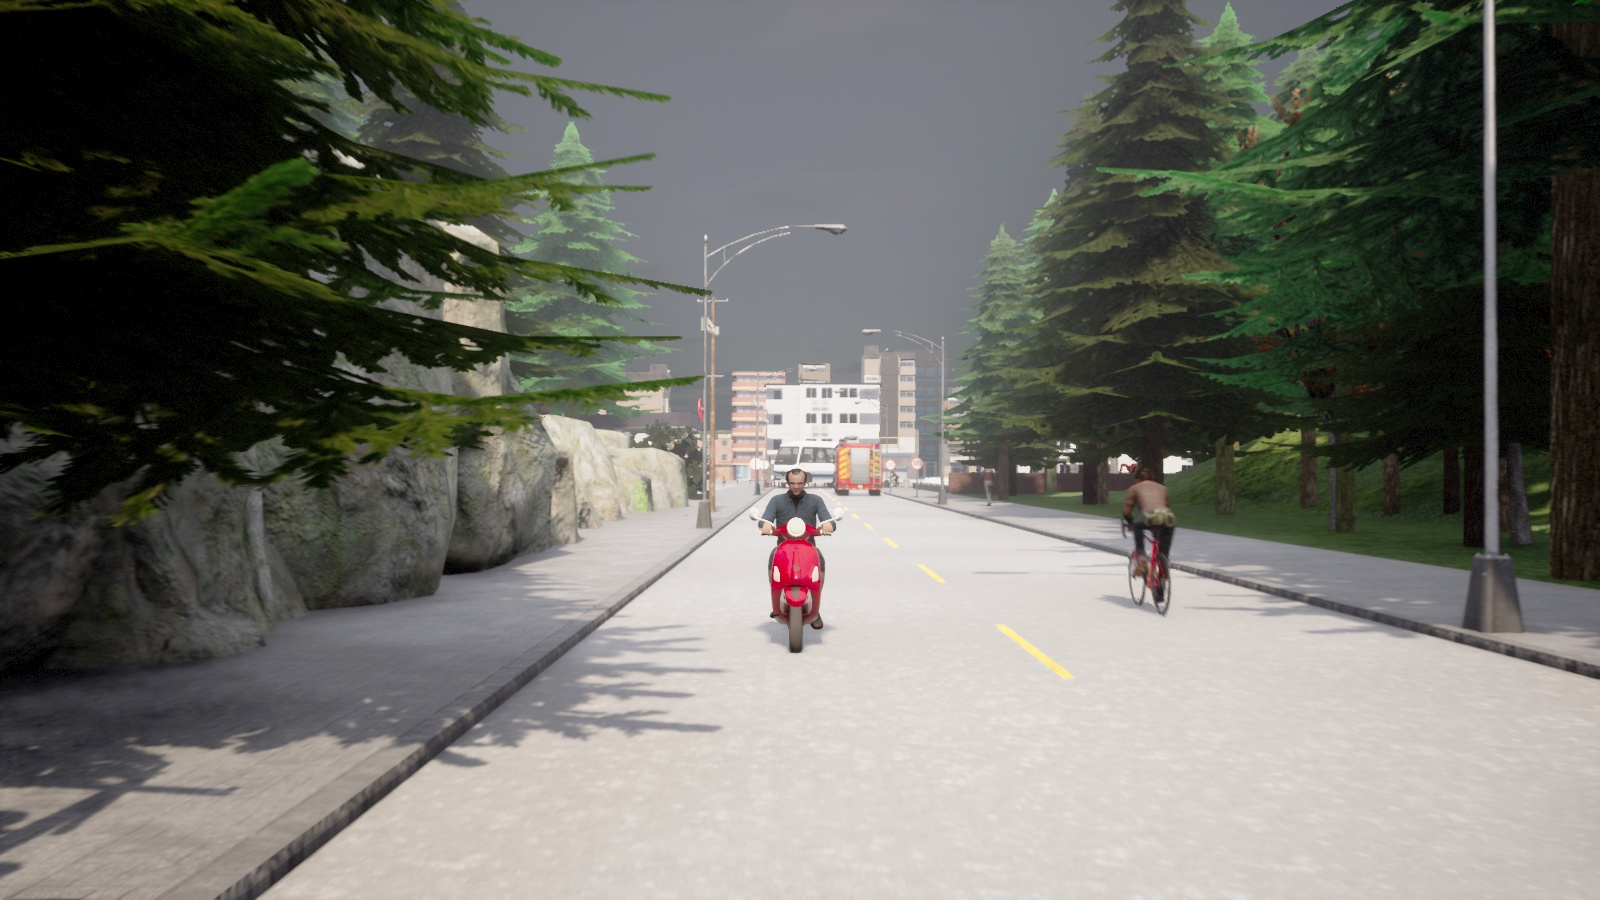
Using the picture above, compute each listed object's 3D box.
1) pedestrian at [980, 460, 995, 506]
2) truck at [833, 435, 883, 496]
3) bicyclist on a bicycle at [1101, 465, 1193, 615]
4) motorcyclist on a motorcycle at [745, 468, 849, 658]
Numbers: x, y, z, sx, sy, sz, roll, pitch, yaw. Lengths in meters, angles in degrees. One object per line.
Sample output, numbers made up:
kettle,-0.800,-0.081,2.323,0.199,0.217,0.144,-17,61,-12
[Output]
pedestrian,7.958,1.383,53.209,0.402,1.930,0.666,0,-1,-12
truck,3.771,1.035,83.632,2.891,3.827,8.468,0,-1,0
bicyclist on a bicycle,3.966,0.994,14.466,0.582,1.620,1.656,0,-1,0
motorcyclist on a motorcycle,-0.027,0.961,11.482,0.866,1.590,1.817,0,-1,0
